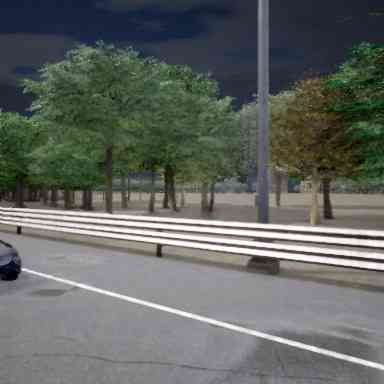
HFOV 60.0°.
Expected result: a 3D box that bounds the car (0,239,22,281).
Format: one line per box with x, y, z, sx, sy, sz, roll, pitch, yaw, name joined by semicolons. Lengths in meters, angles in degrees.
-6.287;1.570;8.706;4.181;1.385;1.994;0;0;37;car
